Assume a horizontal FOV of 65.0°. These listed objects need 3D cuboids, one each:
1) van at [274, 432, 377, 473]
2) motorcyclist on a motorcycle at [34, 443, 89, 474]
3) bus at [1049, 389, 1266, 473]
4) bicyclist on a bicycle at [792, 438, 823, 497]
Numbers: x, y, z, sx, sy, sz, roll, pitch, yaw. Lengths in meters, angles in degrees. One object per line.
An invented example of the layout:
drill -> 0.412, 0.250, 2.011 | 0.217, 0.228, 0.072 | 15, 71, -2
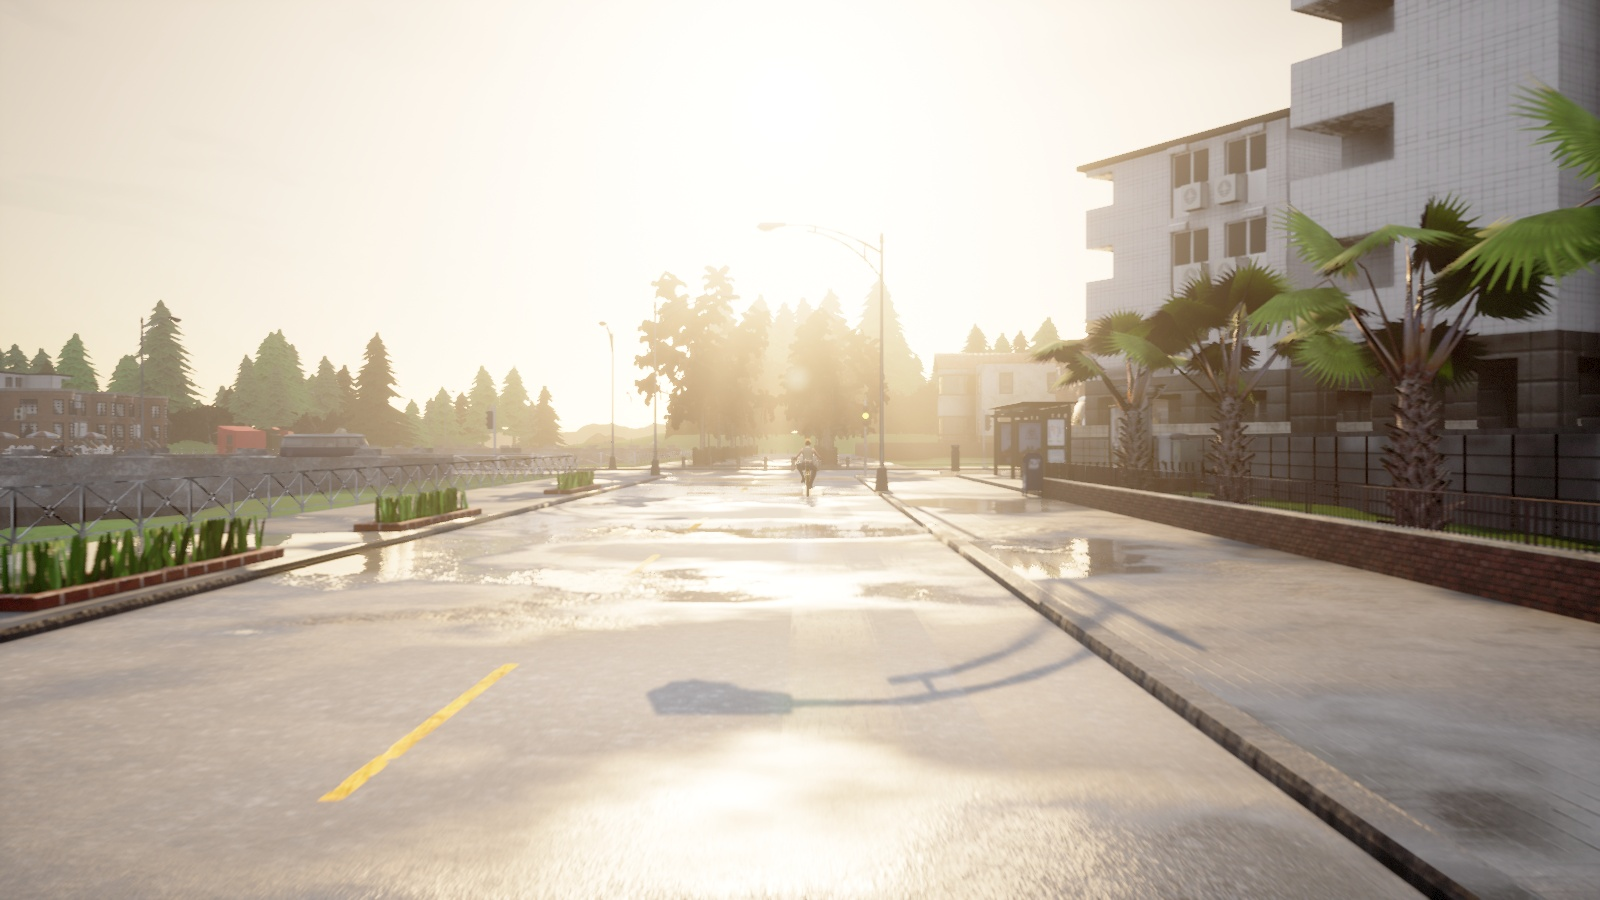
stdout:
van -> -23.536, 0.128, 62.423 | 4.442, 1.987, 1.775 | 0, 0, 0
motorcyclist on a motorcycle -> -36.742, 0.400, 62.492 | 2.191, 1.530, 0.866 | 0, 0, 0
bus -> 18.616, -0.987, 65.966 | 10.273, 4.253, 3.944 | 0, 0, 0
bicyclist on a bicycle -> 0.219, 0.483, 35.463 | 0.866, 1.612, 1.509 | 0, 0, 0
